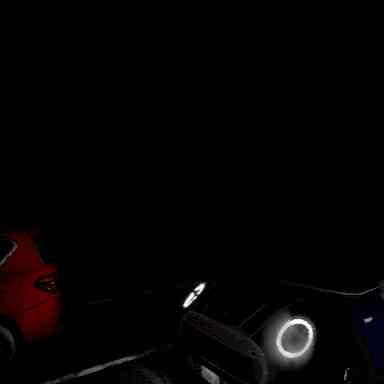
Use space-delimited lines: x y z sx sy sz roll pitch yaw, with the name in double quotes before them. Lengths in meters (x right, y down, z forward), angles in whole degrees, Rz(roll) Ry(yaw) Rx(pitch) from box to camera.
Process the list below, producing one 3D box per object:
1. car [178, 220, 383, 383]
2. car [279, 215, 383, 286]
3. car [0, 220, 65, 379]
"car" 2.019 1.364 4.832 4.553 1.767 2.097 0 0 -36
"car" 4.961 1.553 10.099 4.829 1.417 1.752 0 0 -34
"car" -4.033 1.312 3.650 5.009 1.841 2.192 0 0 -36
